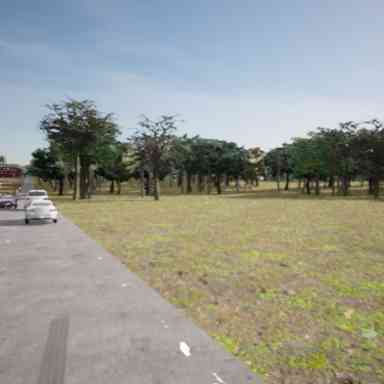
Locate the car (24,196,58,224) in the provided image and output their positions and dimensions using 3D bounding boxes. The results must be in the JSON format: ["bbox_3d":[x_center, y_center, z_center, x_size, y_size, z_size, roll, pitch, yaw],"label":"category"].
[{"bbox_3d":[-9.987,1.225,22.025,1.812,1.442,4.674,0,0,-26],"label":"car"}]

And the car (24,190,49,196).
[{"bbox_3d":[-16.489,0.839,35.367,2.150,2.045,5.566,0,0,-26],"label":"car"}]

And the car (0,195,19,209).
[{"bbox_3d":[-20.814,1.117,37.798,1.812,1.442,4.674,0,0,-26],"label":"car"}]
